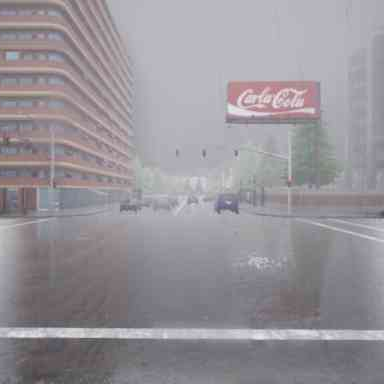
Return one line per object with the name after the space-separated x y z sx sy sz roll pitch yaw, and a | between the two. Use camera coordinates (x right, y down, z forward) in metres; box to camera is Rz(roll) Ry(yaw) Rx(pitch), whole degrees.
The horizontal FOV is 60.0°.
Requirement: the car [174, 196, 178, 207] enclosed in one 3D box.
-3.540 1.544 49.172 1.994 1.385 4.181 0 0 1 | car

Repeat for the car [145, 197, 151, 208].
-7.048 1.472 48.229 2.128 1.511 4.902 0 0 0 | car

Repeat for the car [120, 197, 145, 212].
-7.057 1.462 38.762 1.882 1.535 5.008 0 0 0 | car

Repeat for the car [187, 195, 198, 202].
0.063 1.494 78.725 2.128 1.511 4.902 0 0 -6 | car

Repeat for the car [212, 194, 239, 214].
3.628 1.207 35.495 2.150 2.045 5.566 0 0 0 | car

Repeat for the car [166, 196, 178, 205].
-3.523 1.454 59.323 1.882 1.535 5.008 0 0 0 | car

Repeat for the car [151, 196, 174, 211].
-3.552 1.510 40.412 1.812 1.442 4.674 0 0 0 | car

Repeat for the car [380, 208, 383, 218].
16.289 1.212 23.209 5.566 2.045 2.150 0 0 0 | car

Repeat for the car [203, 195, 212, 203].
3.557 1.325 71.279 2.097 1.767 4.553 0 0 0 | car

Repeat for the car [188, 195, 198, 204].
0.150 1.466 62.374 2.128 1.511 4.902 0 0 0 | car

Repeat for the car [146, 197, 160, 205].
-7.013 1.577 60.035 1.895 1.301 4.718 0 0 0 | car
